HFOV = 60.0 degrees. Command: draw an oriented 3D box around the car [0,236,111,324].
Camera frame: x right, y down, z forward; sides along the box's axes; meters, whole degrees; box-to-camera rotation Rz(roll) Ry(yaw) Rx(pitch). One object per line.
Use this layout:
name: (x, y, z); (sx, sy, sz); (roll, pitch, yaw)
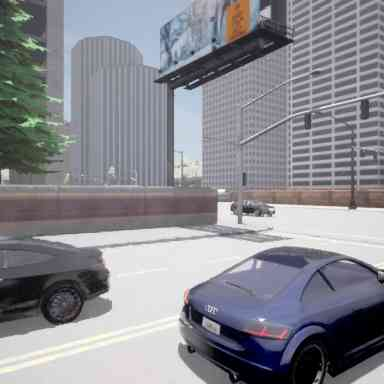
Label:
car: (-3.726, 1.526, 5.617); (4.674, 1.442, 1.812); (0, 0, -36)

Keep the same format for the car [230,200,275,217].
car: (5.706, 1.491, 31.572); (2.128, 1.511, 4.902); (0, 0, -34)

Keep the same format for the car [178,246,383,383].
car: (1.871, 1.564, 5.121); (4.181, 1.385, 1.994); (0, 0, -35)
